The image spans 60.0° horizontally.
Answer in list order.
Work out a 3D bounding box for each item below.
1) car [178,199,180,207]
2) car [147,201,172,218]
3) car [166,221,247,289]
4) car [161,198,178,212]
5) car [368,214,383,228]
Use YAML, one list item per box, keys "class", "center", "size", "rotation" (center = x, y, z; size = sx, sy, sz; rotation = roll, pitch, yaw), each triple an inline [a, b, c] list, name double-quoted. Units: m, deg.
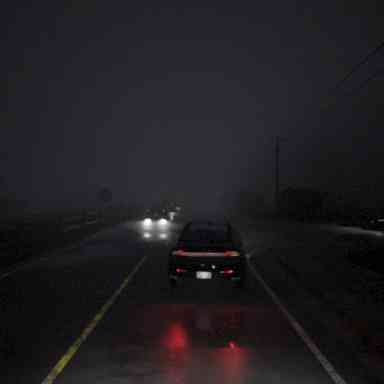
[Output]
- class: "car"
  center: [-3.139, 1.886, 59.001]
  size: [1.882, 1.535, 5.008]
  rotation: [0, 0, 1]
- class: "car"
  center: [-3.361, 1.832, 33.407]
  size: [1.895, 1.301, 4.718]
  rotation: [0, 0, 0]
- class: "car"
  center: [0.508, 1.558, 9.429]
  size: [2.128, 1.511, 4.902]
  rotation: [0, 0, 6]
- class: "car"
  center: [-3.285, 1.652, 43.142]
  size: [2.097, 1.767, 4.553]
  rotation: [0, -1, 0]
- class: "car"
  center: [14.025, 1.692, 21.521]
  size: [4.892, 1.490, 1.837]
  rotation: [0, 0, -2]
